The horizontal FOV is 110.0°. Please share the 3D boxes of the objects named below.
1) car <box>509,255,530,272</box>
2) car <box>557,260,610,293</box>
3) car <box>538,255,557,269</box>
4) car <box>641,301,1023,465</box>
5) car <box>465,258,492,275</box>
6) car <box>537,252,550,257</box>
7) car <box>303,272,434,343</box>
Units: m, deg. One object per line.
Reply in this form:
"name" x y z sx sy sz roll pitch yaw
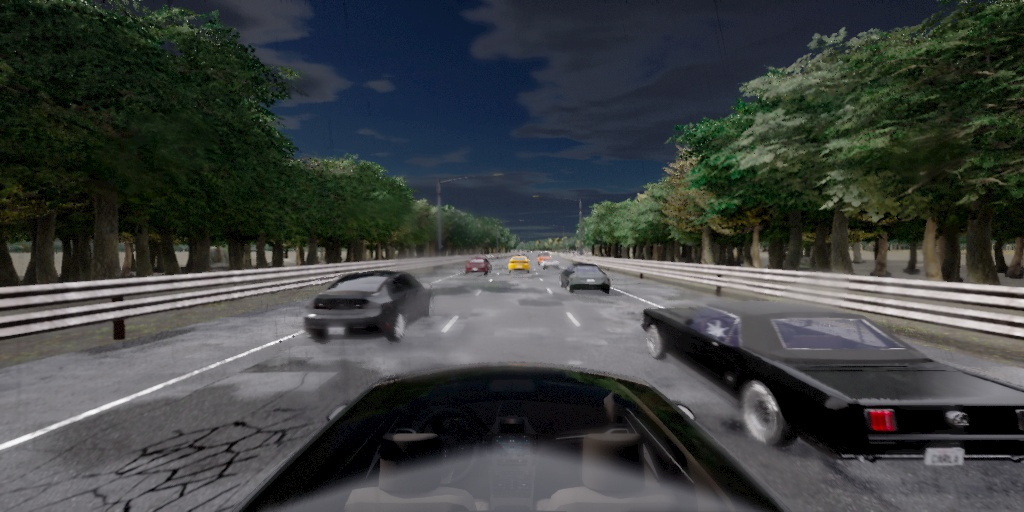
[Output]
"car" 0.744 0.779 35.901 1.882 1.535 5.008 0 1 2
"car" 3.679 1.076 18.539 1.994 1.385 4.181 0 1 1
"car" 4.347 0.848 41.107 1.895 1.301 4.718 0 1 2
"car" 3.513 1.299 5.111 1.895 1.301 4.718 0 1 0
"car" -2.905 0.874 31.483 1.812 1.442 4.674 0 1 2
"car" 5.134 0.419 56.956 2.097 1.767 4.553 0 1 3
"car" -3.356 1.141 9.310 1.837 1.490 4.892 0 1 1
